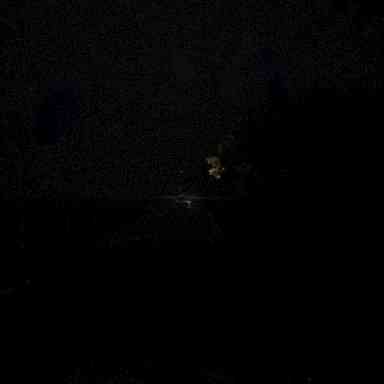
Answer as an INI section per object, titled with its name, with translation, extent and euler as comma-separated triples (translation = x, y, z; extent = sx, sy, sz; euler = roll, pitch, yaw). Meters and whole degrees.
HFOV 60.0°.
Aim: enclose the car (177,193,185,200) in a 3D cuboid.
[car]
translation = -2.757, 1.084, 82.229
extent = 1.882, 1.535, 5.008
euler = 0, 1, 0
